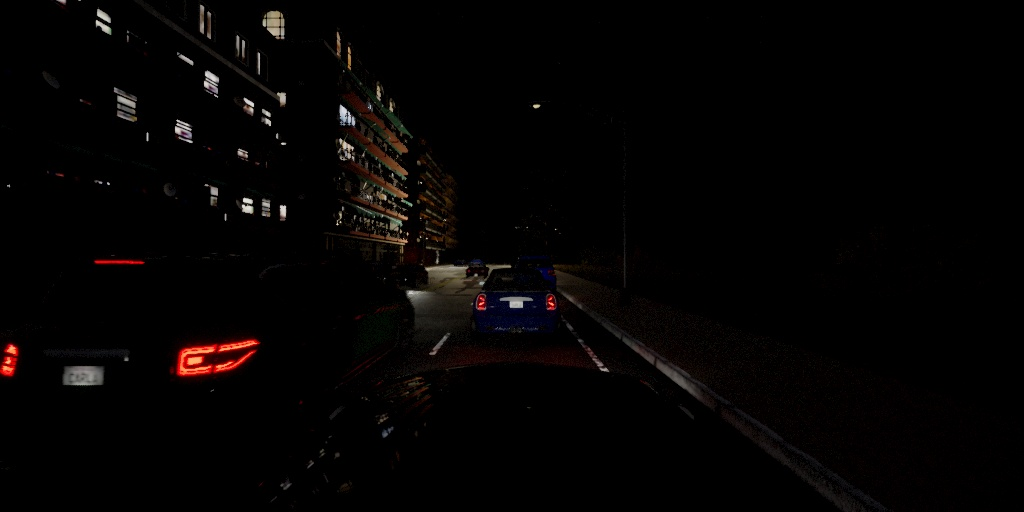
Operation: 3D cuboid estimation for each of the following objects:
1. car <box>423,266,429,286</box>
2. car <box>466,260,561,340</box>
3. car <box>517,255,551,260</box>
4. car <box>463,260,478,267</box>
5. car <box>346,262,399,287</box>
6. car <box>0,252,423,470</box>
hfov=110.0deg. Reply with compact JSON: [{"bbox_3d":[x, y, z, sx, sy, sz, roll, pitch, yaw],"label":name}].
[{"bbox_3d":[-6.605,1.257,22.929,1.837,1.490,4.892,0,0,0],"label":"car"},{"bbox_3d":[0.096,1.103,10.136,2.097,1.767,4.553,0,0,0],"label":"car"},{"bbox_3d":[1.133,0.977,19.712,2.150,2.045,5.566,0,0,0],"label":"car"},{"bbox_3d":[-3.155,1.353,33.777,1.895,1.301,4.718,0,0,0],"label":"car"},{"bbox_3d":[-9.854,1.230,25.780,1.882,1.535,5.008,0,0,0],"label":"car"},{"bbox_3d":[-3.154,0.972,5.323,2.150,2.045,5.566,0,0,0],"label":"car"}]
